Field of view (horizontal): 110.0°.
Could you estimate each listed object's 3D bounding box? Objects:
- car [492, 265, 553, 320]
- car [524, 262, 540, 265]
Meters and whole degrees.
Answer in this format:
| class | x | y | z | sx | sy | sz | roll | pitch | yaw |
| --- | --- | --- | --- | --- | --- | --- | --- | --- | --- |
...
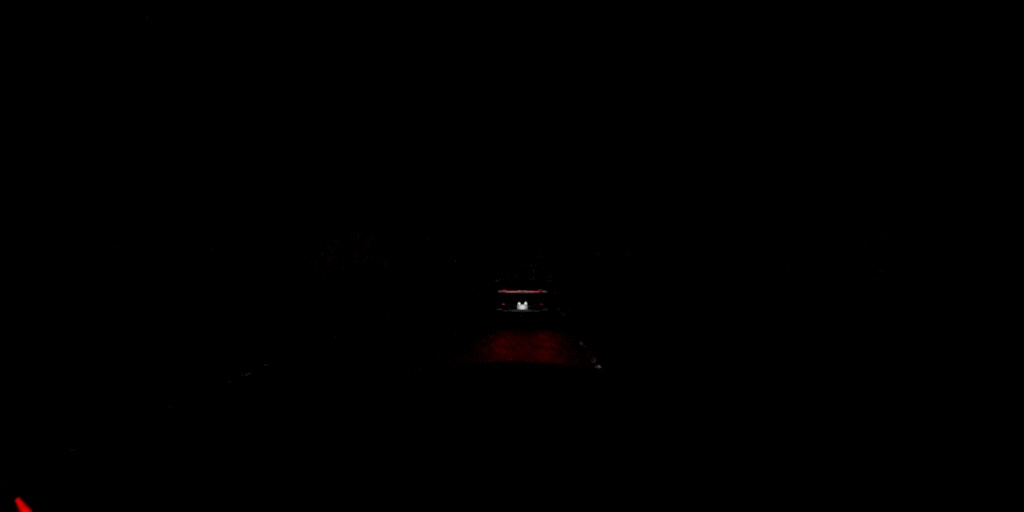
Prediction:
| class | x | y | z | sx | sy | sz | roll | pitch | yaw |
| --- | --- | --- | --- | --- | --- | --- | --- | --- | --- |
| car | 0.391 | 1.229 | 12.579 | 2.128 | 1.511 | 4.902 | 0 | 0 | 2 |
| car | 1.759 | 1.255 | 31.386 | 2.033 | 1.411 | 5.357 | 0 | 0 | 6 |
